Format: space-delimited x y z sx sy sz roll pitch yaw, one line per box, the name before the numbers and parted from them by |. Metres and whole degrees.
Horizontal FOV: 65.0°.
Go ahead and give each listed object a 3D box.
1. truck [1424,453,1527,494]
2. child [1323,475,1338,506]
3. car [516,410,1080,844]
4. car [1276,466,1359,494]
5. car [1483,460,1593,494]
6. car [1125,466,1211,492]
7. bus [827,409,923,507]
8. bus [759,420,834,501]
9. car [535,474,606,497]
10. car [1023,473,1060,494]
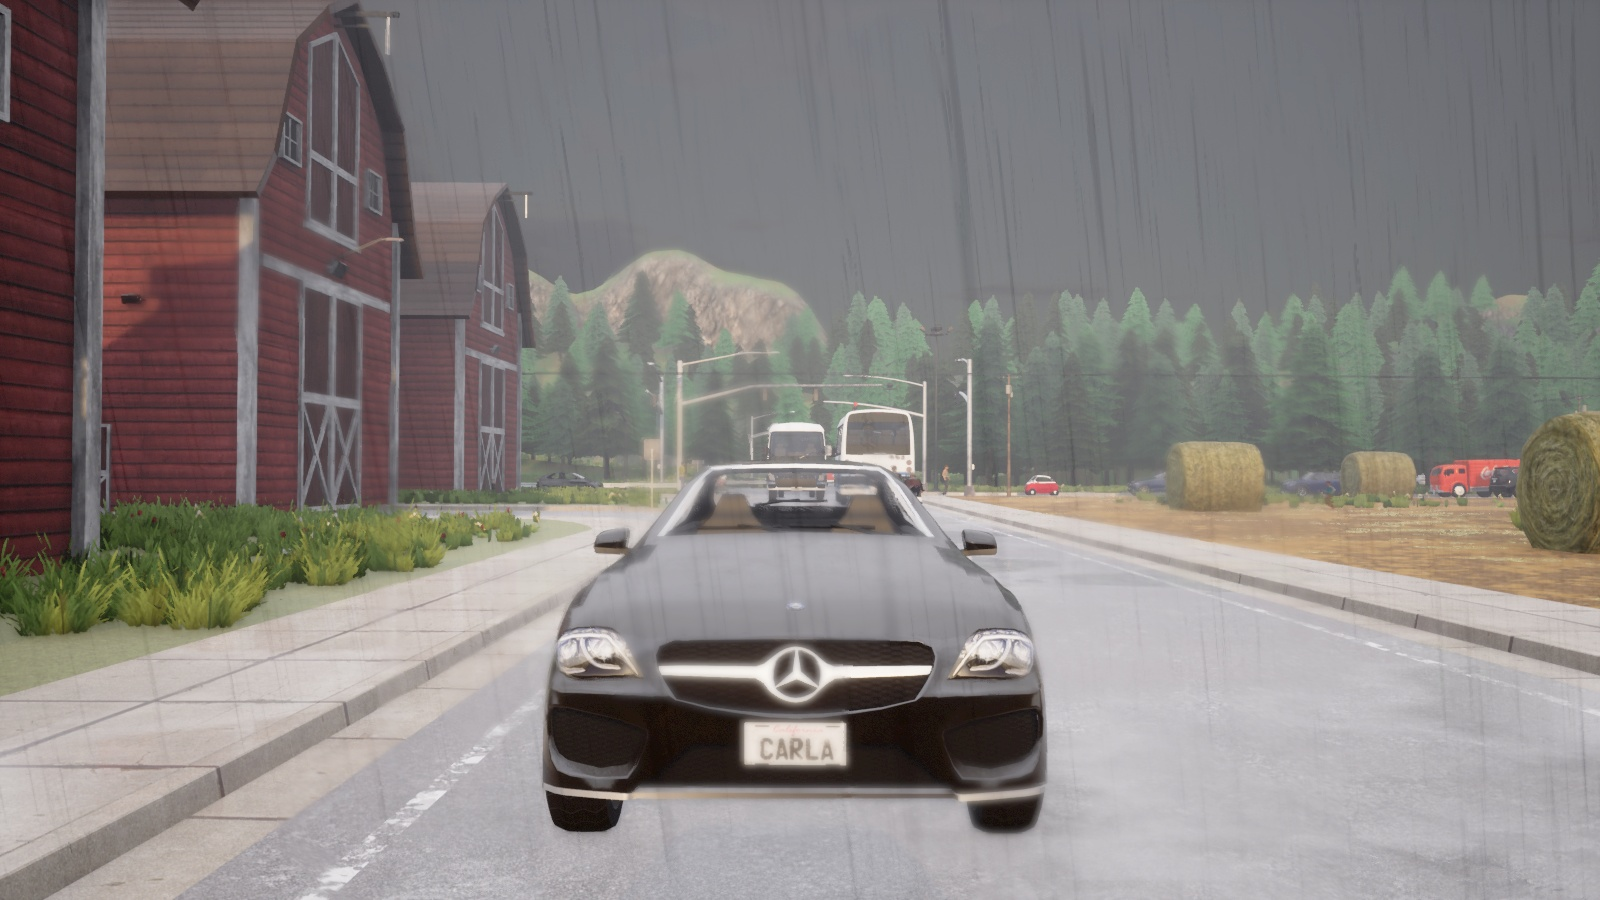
truck | 44.141 1.536 82.186 5.204 2.467 2.627 -2 -1 1
child | 20.883 1.591 49.425 0.448 1.192 0.343 0 -1 -1
car | -0.019 0.716 7.320 2.152 1.651 5.027 0 -1 0
car | 33.914 1.943 82.336 4.553 1.767 2.097 0 -1 1
car | 46.188 1.693 78.649 5.566 2.045 2.150 0 -1 1
car | 24.154 1.905 82.490 5.027 1.651 2.152 0 -1 1
bus | 3.349 0.417 59.418 3.944 4.253 10.273 0 -1 0
bus | -0.181 0.638 71.583 3.944 4.253 10.273 0 -1 0
car | -14.528 2.246 79.589 4.193 1.474 1.816 0 -1 1
car | 15.880 2.216 82.614 2.207 1.376 1.481 0 -1 1
